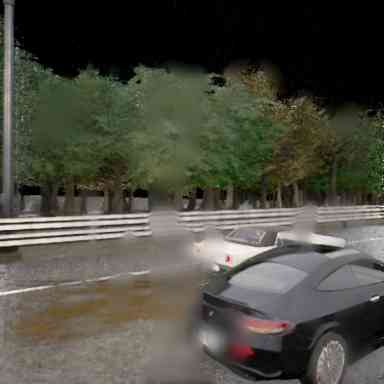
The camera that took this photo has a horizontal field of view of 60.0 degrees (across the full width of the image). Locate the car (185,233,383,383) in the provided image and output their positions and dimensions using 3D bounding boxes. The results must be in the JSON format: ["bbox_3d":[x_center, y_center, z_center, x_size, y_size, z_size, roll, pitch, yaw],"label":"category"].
[{"bbox_3d":[2.080,1.544,5.146,4.674,1.442,1.812,0,0,-35],"label":"car"}]

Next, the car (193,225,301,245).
[{"bbox_3d":[2.427,1.626,9.648,4.718,1.301,1.895,0,0,-34],"label":"car"}]
